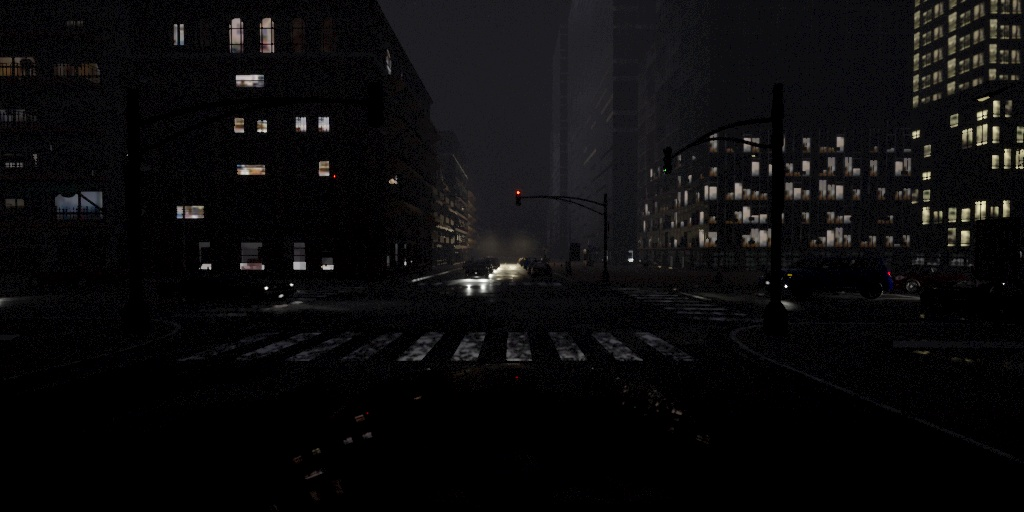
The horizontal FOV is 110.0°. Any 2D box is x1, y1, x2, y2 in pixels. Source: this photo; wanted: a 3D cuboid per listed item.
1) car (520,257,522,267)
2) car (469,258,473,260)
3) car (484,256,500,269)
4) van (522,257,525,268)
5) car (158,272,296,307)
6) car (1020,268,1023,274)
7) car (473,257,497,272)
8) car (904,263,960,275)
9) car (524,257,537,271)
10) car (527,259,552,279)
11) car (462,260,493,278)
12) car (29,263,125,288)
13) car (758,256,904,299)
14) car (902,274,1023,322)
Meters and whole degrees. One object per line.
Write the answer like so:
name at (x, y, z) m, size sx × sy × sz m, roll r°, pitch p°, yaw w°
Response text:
car at (2.607, 1.240, 55.097) m, size 1.888 × 1.381 × 4.507 m, roll 0°, pitch 0°, yaw 0°
car at (-5.736, 1.270, 49.410) m, size 1.948 × 1.339 × 4.313 m, roll 0°, pitch 0°, yaw 0°
car at (-3.130, 1.054, 50.826) m, size 2.097 × 1.767 × 4.553 m, roll 0°, pitch 0°, yaw 0°
van at (2.613, 1.045, 49.451) m, size 1.690 × 1.789 × 3.998 m, roll 0°, pitch 0°, yaw 0°
car at (-11.753, 1.328, 15.005) m, size 4.718 × 1.301 × 1.895 m, roll 0°, pitch 1°, yaw 5°
car at (25.744, 1.336, 18.010) m, size 4.902 × 1.511 × 2.128 m, roll 0°, pitch 1°, yaw 1°
car at (-3.135, 1.220, 41.590) m, size 1.837 × 1.490 × 4.892 m, roll 0°, pitch 0°, yaw 0°
car at (23.356, 1.230, 20.773) m, size 4.097 × 1.591 × 1.967 m, roll 0°, pitch 0°, yaw 1°
car at (2.623, 1.159, 38.159) m, size 1.967 × 1.591 × 4.097 m, roll 0°, pitch 0°, yaw 0°
car at (2.628, 1.272, 32.514) m, size 1.888 × 1.381 × 4.507 m, roll 0°, pitch 0°, yaw 0°
car at (-3.119, 1.290, 32.851) m, size 1.994 × 1.385 × 4.181 m, roll 0°, pitch 0°, yaw 0°
car at (-25.875, 1.110, 21.377) m, size 4.507 × 1.381 × 1.888 m, roll 0°, pitch 0°, yaw 1°
car at (15.724, 1.020, 18.136) m, size 5.566 × 2.045 × 2.150 m, roll 0°, pitch 1°, yaw 1°
car at (16.705, 1.445, 12.220) m, size 4.403 × 1.370 × 2.007 m, roll 0°, pitch 0°, yaw 1°
